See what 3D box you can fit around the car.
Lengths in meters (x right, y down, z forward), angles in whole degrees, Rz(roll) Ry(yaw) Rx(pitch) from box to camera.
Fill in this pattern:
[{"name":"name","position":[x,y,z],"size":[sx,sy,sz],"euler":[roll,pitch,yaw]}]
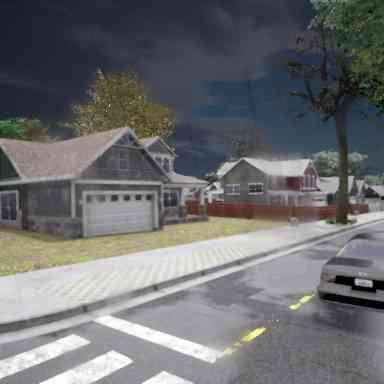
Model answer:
[{"name":"car","position":[4.562,1.667,7.795],"size":[2.033,1.411,5.357],"euler":[-2,-2,38]}]
